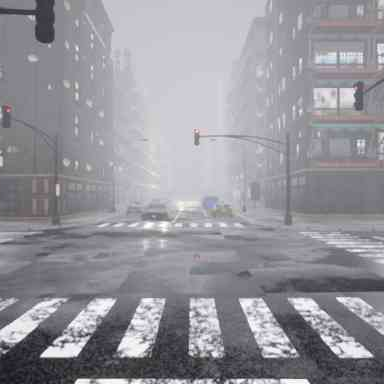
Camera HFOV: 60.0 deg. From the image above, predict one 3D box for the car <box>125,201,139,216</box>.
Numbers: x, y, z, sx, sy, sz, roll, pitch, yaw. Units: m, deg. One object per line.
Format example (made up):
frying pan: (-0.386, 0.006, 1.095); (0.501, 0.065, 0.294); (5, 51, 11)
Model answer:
car: (-5.421, 1.559, 32.897); (2.008, 1.369, 4.403); (1, 0, 0)

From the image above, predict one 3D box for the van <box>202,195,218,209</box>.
van: (2.628, 1.358, 44.272); (1.690, 1.788, 3.998); (1, 0, 0)

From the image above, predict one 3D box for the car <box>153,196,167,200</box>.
car: (-5.285, 1.604, 49.870); (1.802, 1.307, 4.206); (1, 0, 0)

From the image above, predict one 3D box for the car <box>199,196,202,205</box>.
car: (2.598, 1.338, 49.926); (2.192, 1.841, 5.009); (1, 0, 0)

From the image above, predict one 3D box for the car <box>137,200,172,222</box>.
car: (-2.738, 1.572, 25.883); (1.994, 1.385, 4.181); (0, 0, 0)

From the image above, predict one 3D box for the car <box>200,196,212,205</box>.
car: (2.601, 1.475, 61.238); (1.967, 1.590, 4.097); (1, 0, 0)

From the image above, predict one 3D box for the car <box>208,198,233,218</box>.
car: (2.717, 1.532, 30.438); (1.752, 1.417, 4.829); (1, 0, 0)

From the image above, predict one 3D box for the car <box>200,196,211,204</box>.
car: (2.602, 1.592, 66.894); (2.008, 1.369, 4.403); (1, 0, 0)

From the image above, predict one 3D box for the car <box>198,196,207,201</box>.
car: (2.609, 1.612, 83.862); (1.887, 1.381, 4.507); (1, 0, 0)

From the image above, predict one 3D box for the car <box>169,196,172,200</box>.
car: (-5.281, 1.616, 61.186); (1.802, 1.307, 4.206); (1, 0, 0)

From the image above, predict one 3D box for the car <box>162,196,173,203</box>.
car: (-5.276, 1.600, 72.502); (2.008, 1.369, 4.403); (1, 0, 0)

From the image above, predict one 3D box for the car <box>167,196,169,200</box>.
car: (-5.283, 1.553, 55.358); (1.752, 1.417, 4.829); (1, 0, 0)
